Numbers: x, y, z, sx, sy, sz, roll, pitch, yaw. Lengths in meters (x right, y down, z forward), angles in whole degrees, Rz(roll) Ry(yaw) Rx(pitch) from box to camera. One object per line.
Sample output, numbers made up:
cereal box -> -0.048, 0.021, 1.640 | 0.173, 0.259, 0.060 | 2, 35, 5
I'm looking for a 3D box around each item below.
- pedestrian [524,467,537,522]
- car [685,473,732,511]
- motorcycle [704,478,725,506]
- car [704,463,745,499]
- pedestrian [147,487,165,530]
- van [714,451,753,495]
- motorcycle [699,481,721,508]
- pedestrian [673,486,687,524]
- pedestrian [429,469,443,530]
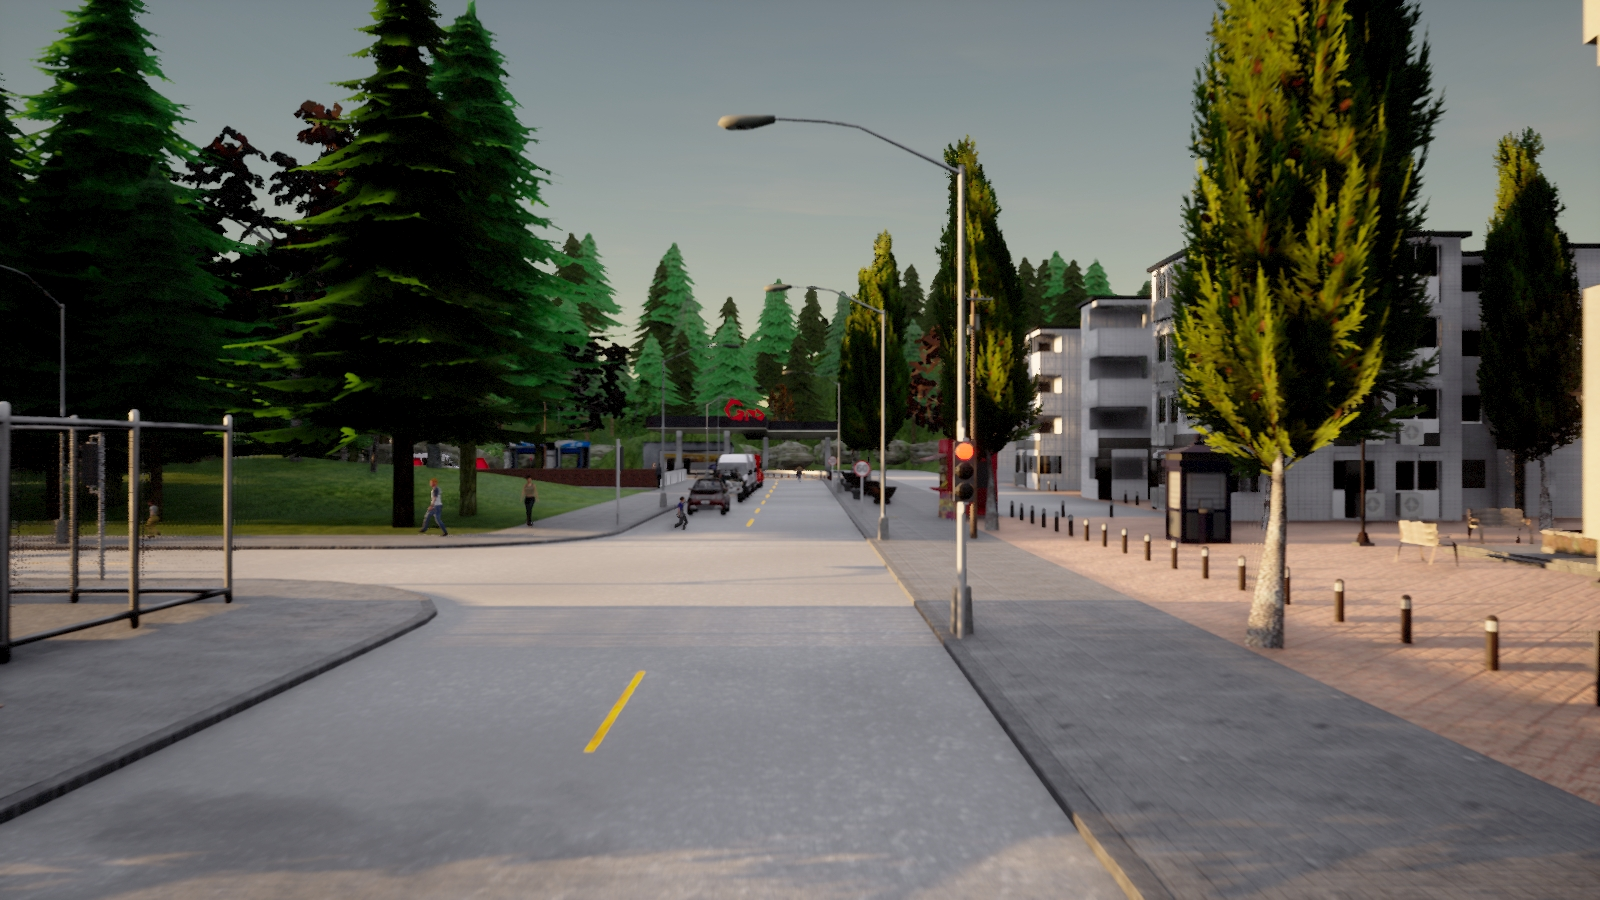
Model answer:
pedestrian -> -9.291, 1.526, 39.391 | 0.375, 1.860, 0.375 | 0, 0, 0
car -> -3.999, 1.806, 50.276 | 1.789, 1.549, 3.705 | 0, 0, 0
motorcycle -> -3.987, 1.962, 53.229 | 0.856, 1.236, 1.805 | 0, 0, 0
car -> -4.045, 1.644, 62.062 | 1.932, 1.855, 4.605 | 0, 0, 0
pedestrian -> -19.798, 1.805, 35.126 | 0.375, 1.300, 0.375 | 0, 0, -5
van -> -3.990, 1.315, 69.129 | 1.988, 2.561, 5.915 | 0, 0, 0
motorcycle -> -4.017, 1.993, 51.237 | 0.803, 1.145, 2.033 | 0, 0, 0
pedestrian -> -4.166, 1.909, 39.615 | 0.375, 1.300, 0.375 | 0, 0, 14
pedestrian -> -11.281, 1.524, 35.430 | 0.375, 1.860, 0.375 | 0, 0, -13
